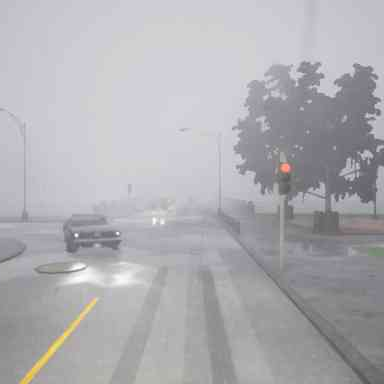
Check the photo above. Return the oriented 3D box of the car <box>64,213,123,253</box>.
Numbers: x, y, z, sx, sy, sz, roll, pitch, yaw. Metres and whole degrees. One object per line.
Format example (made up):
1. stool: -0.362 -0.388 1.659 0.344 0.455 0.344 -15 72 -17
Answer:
1. car: -4.251 1.601 13.905 1.895 1.301 4.718 0 0 -24

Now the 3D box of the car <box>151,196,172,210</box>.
1. car: -4.074 1.491 42.246 2.128 1.511 4.902 0 0 0

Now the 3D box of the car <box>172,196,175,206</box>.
1. car: -4.062 1.477 51.904 1.882 1.535 5.008 0 0 0

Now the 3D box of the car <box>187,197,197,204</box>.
1. car: 0.038 1.547 61.682 2.033 1.411 5.357 0 0 0
